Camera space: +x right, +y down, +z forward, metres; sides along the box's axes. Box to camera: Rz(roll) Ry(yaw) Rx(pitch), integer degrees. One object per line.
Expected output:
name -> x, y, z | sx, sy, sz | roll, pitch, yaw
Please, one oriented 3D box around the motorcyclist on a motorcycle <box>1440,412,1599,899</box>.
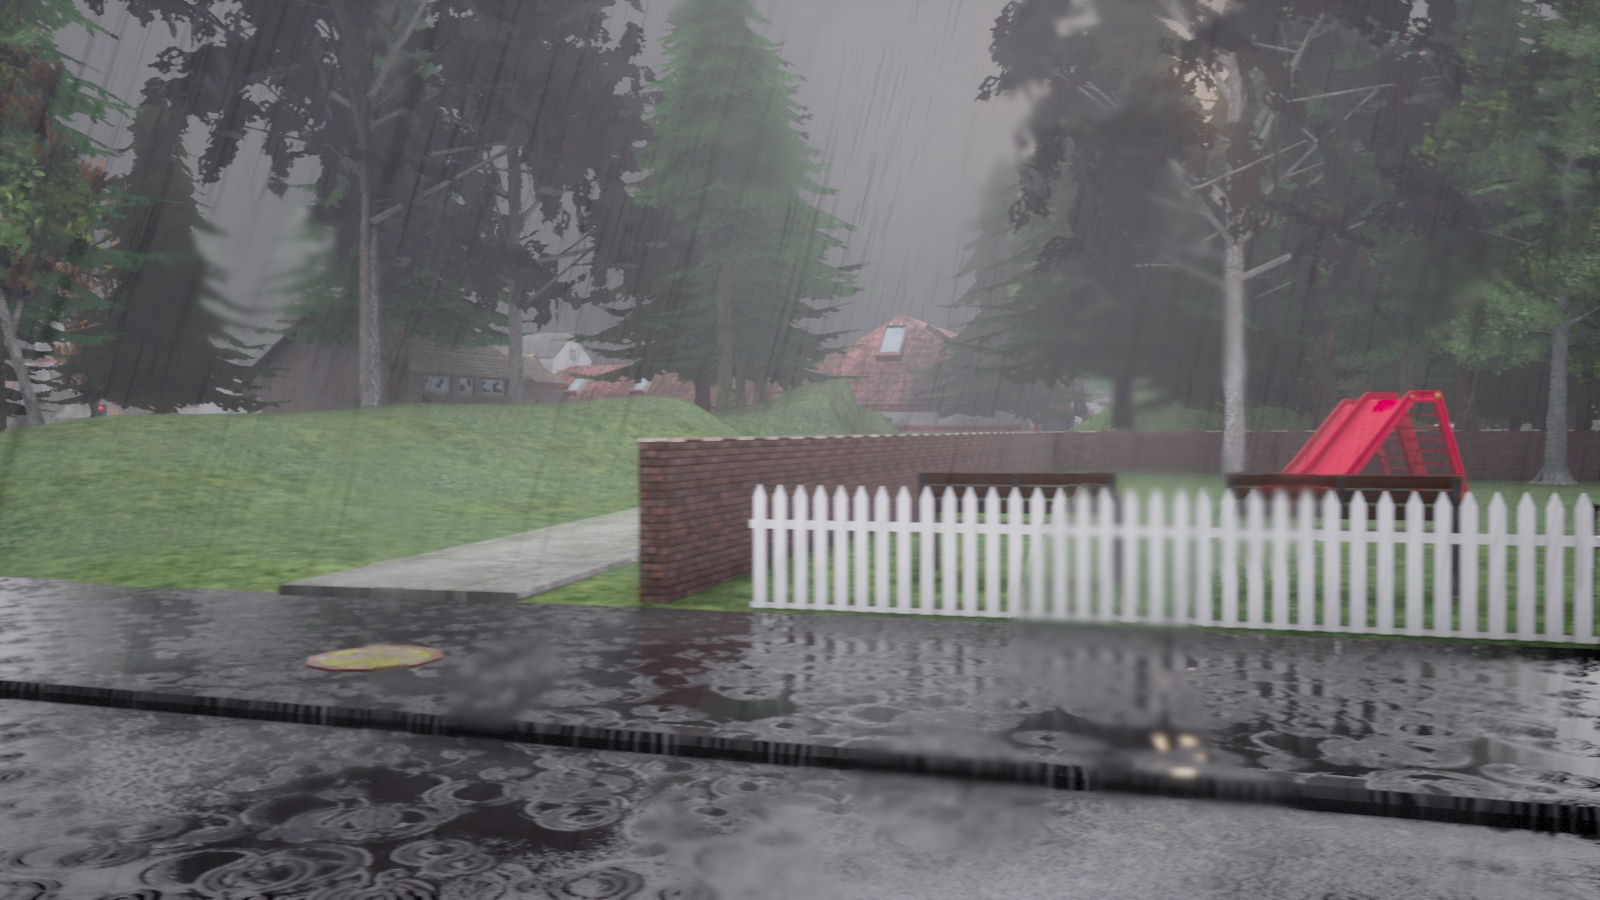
motorcyclist on a motorcycle -> 2.790, 0.743, 2.781 | 2.350, 1.649, 0.766 | 0, 1, 19
